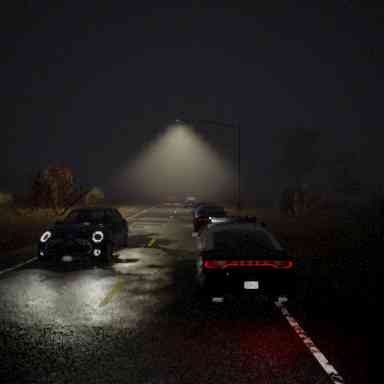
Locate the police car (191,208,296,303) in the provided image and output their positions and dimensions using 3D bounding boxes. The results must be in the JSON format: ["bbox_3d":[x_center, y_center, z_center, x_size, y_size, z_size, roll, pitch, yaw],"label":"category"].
[{"bbox_3d":[1.031,1.419,8.397,1.930,1.638,5.238,0,0,0],"label":"police car"}]

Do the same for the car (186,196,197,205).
[{"bbox_3d":[-0.143,1.407,59.126,1.812,1.442,4.674,0,0,0],"label":"car"}]

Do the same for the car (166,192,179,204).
[{"bbox_3d":[-3.699,1.091,62.566,2.150,2.045,5.566,0,0,-1],"label":"car"}]

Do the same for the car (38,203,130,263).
[{"bbox_3d":[-3.627,1.342,11.903,2.097,1.767,4.553,0,0,0],"label":"car"}]

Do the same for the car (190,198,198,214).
[{"bbox_3d":[0.995,1.450,24.290,1.882,1.535,5.008,0,0,0],"label":"car"}]

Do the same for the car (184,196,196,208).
[{"bbox_3d":[-0.072,1.415,45.792,2.128,1.511,4.902,0,0,0],"label":"car"}]

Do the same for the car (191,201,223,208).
[{"bbox_3d":[1.008,1.488,18.288,1.837,1.490,4.892,0,0,0],"label":"car"}]
